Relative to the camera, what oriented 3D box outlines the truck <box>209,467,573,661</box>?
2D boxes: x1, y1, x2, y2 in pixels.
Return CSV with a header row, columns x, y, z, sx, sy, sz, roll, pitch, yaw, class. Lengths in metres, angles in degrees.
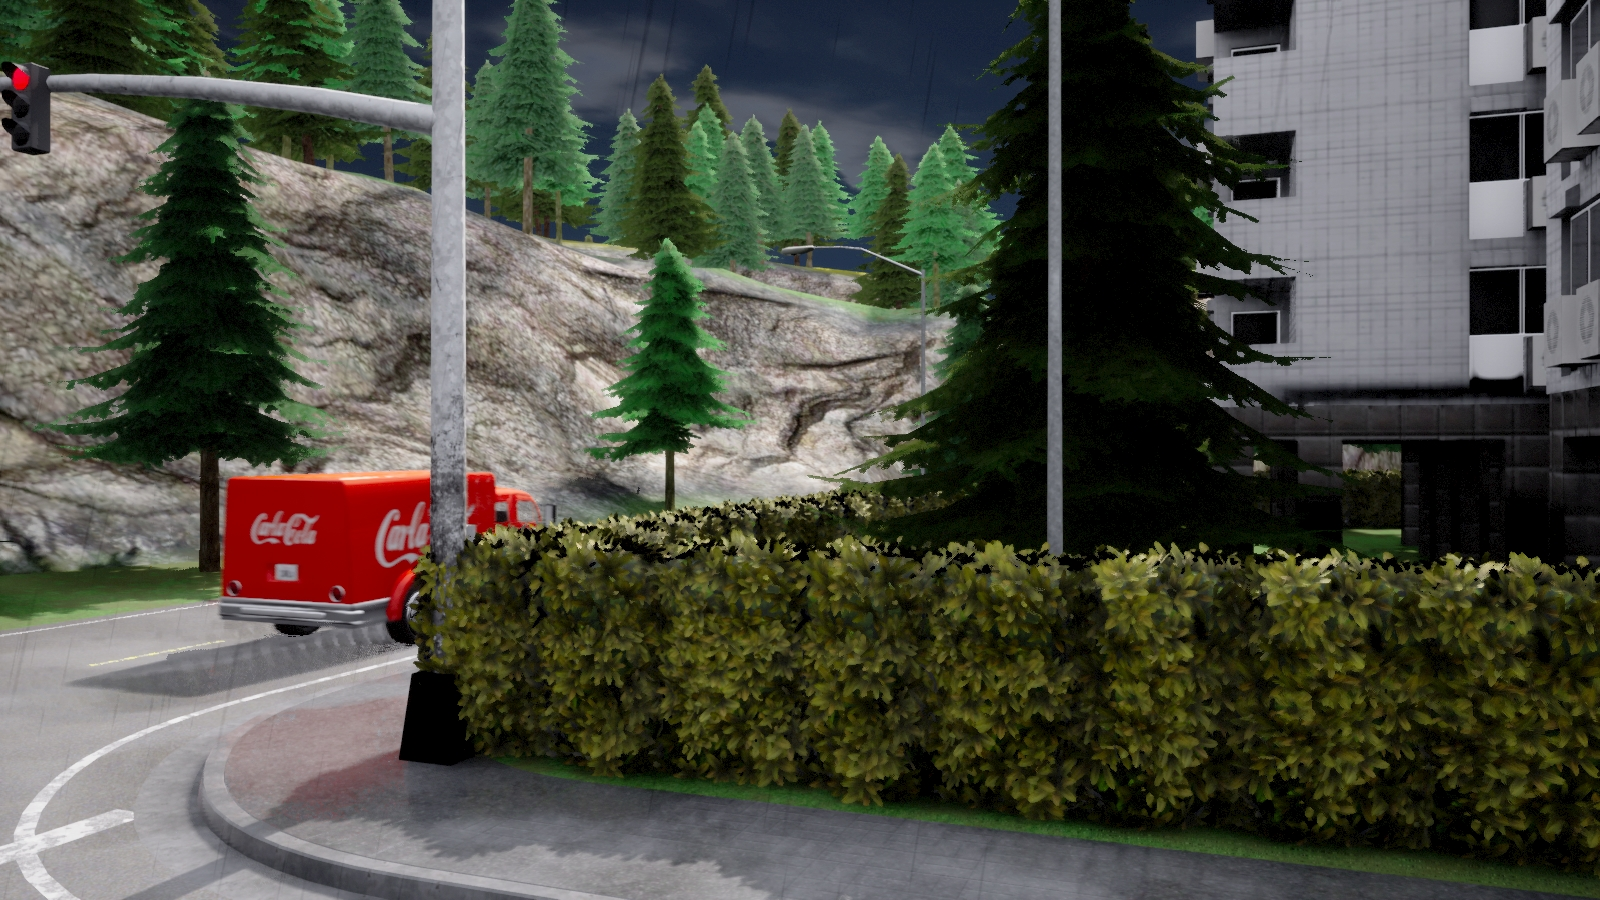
x,y,z,sx,sy,sz,roll,pitch,yaw,class
-6.129,1.548,17.996,2.627,2.467,5.204,0,0,21,truck
